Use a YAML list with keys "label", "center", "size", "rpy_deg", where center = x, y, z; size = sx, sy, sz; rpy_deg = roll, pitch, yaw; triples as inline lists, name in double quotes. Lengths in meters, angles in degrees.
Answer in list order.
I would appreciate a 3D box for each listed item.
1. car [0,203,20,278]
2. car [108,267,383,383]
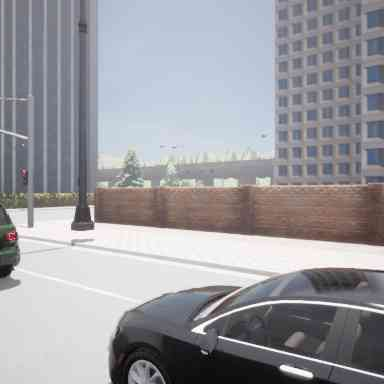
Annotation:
- label: "car"
  center: [-6.786, 1.221, 8.819]
  size: [5.566, 2.045, 2.150]
  rpy_deg: [0, 0, 35]
- label: "car"
  center: [1.290, 1.505, 3.073]
  size: [4.892, 1.490, 1.837]
  rpy_deg: [0, 0, 36]
